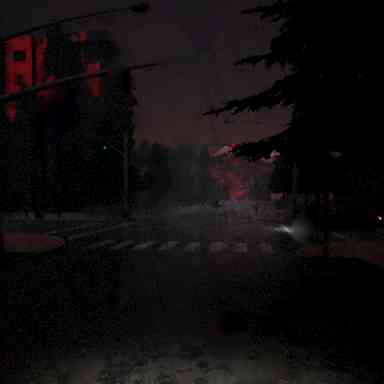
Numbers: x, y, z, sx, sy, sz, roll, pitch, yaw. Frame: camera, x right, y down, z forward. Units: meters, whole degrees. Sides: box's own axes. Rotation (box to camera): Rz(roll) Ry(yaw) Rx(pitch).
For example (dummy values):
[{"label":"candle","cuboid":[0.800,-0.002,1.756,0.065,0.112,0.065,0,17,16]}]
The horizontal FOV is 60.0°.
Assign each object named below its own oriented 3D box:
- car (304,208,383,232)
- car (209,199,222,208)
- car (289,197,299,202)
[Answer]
[{"label":"car","cuboid":[9.672,1.793,21.510,4.674,1.442,1.812,-2,-1,11]},{"label":"car","cuboid":[4.351,1.996,60.548,2.097,1.767,4.553,0,0,10]},{"label":"car","cuboid":[26.511,2.300,88.500,1.845,1.501,3.633,0,-1,9]}]
